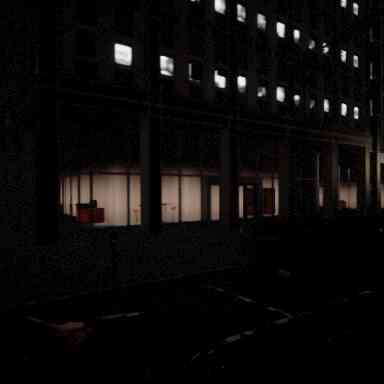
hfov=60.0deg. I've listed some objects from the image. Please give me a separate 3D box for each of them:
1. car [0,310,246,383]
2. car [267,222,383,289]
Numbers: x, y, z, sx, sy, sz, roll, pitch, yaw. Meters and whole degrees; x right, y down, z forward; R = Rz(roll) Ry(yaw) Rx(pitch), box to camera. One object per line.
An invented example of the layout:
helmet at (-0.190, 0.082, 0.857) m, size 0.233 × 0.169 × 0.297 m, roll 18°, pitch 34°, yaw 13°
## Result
car at (-2.029, 1.551, 1.628) m, size 5.357 × 1.411 × 2.033 m, roll 0°, pitch 0°, yaw -35°
car at (3.945, 1.533, 9.069) m, size 4.313 × 1.339 × 1.947 m, roll 0°, pitch 0°, yaw -35°
